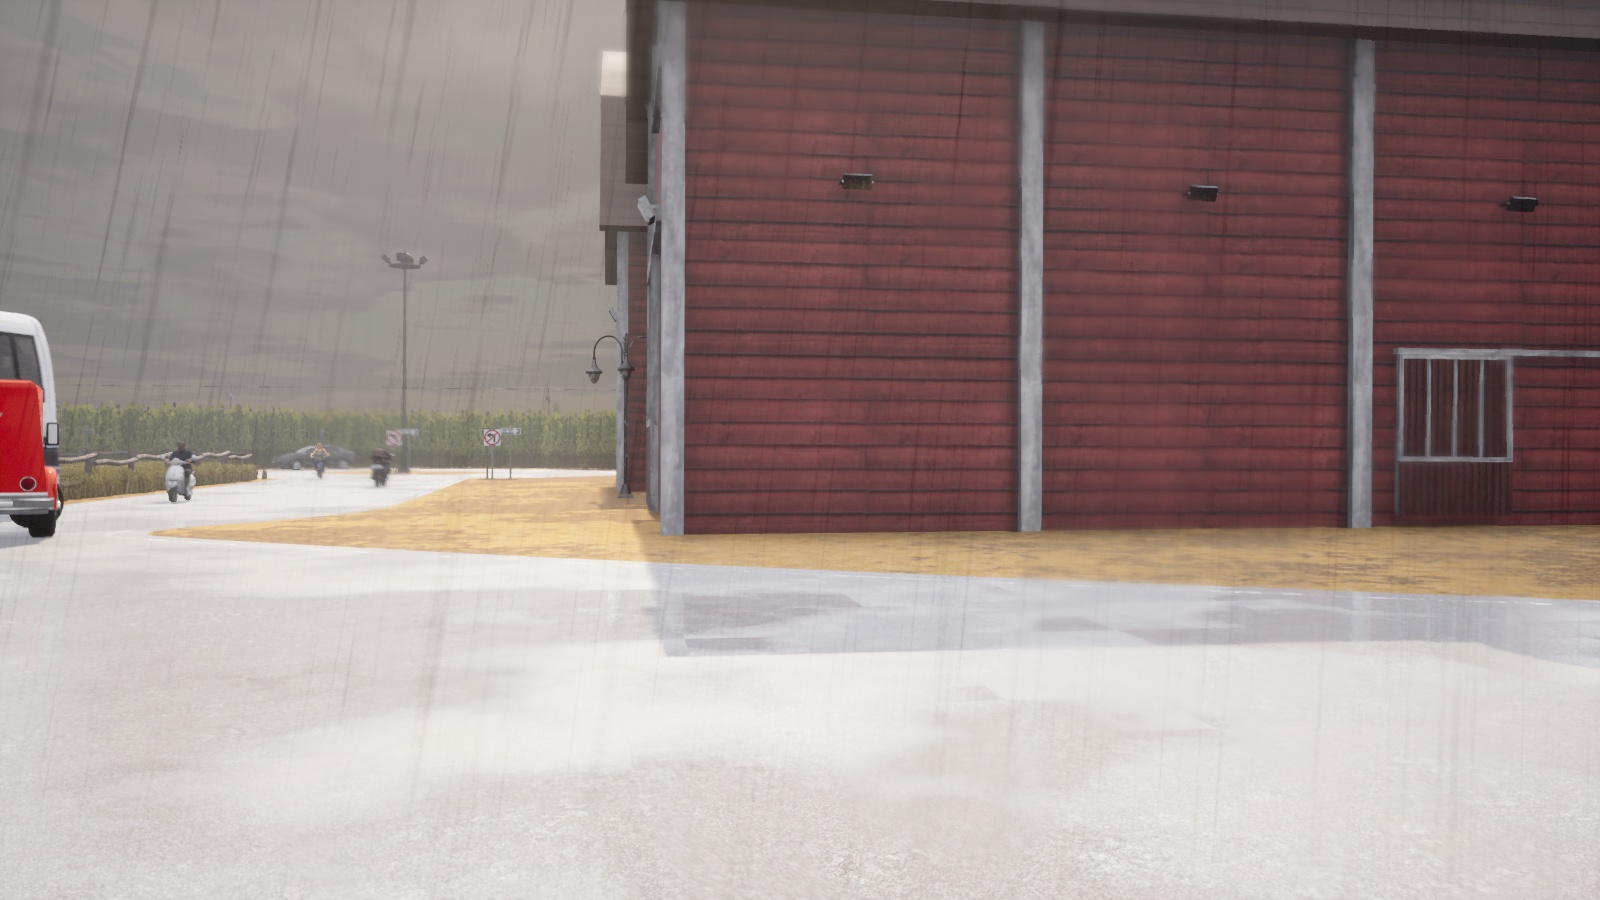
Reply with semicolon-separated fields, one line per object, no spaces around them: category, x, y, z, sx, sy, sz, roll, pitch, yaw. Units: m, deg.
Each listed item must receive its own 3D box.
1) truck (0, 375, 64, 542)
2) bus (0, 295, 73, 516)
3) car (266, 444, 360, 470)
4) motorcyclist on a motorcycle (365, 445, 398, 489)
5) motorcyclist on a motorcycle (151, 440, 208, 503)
truck;-13.585;0.124;20.521;2.627;2.467;5.204;0;0;-30
bus;-17.603;-0.777;21.207;3.944;4.253;10.273;-2;0;4
car;-29.093;0.421;75.142;4.892;1.490;1.837;0;0;-43
motorcyclist on a motorcycle;-15.063;0.598;45.257;0.866;1.530;2.191;0;0;-11
motorcyclist on a motorcycle;-16.225;0.539;32.878;0.866;1.590;1.817;0;0;-11
